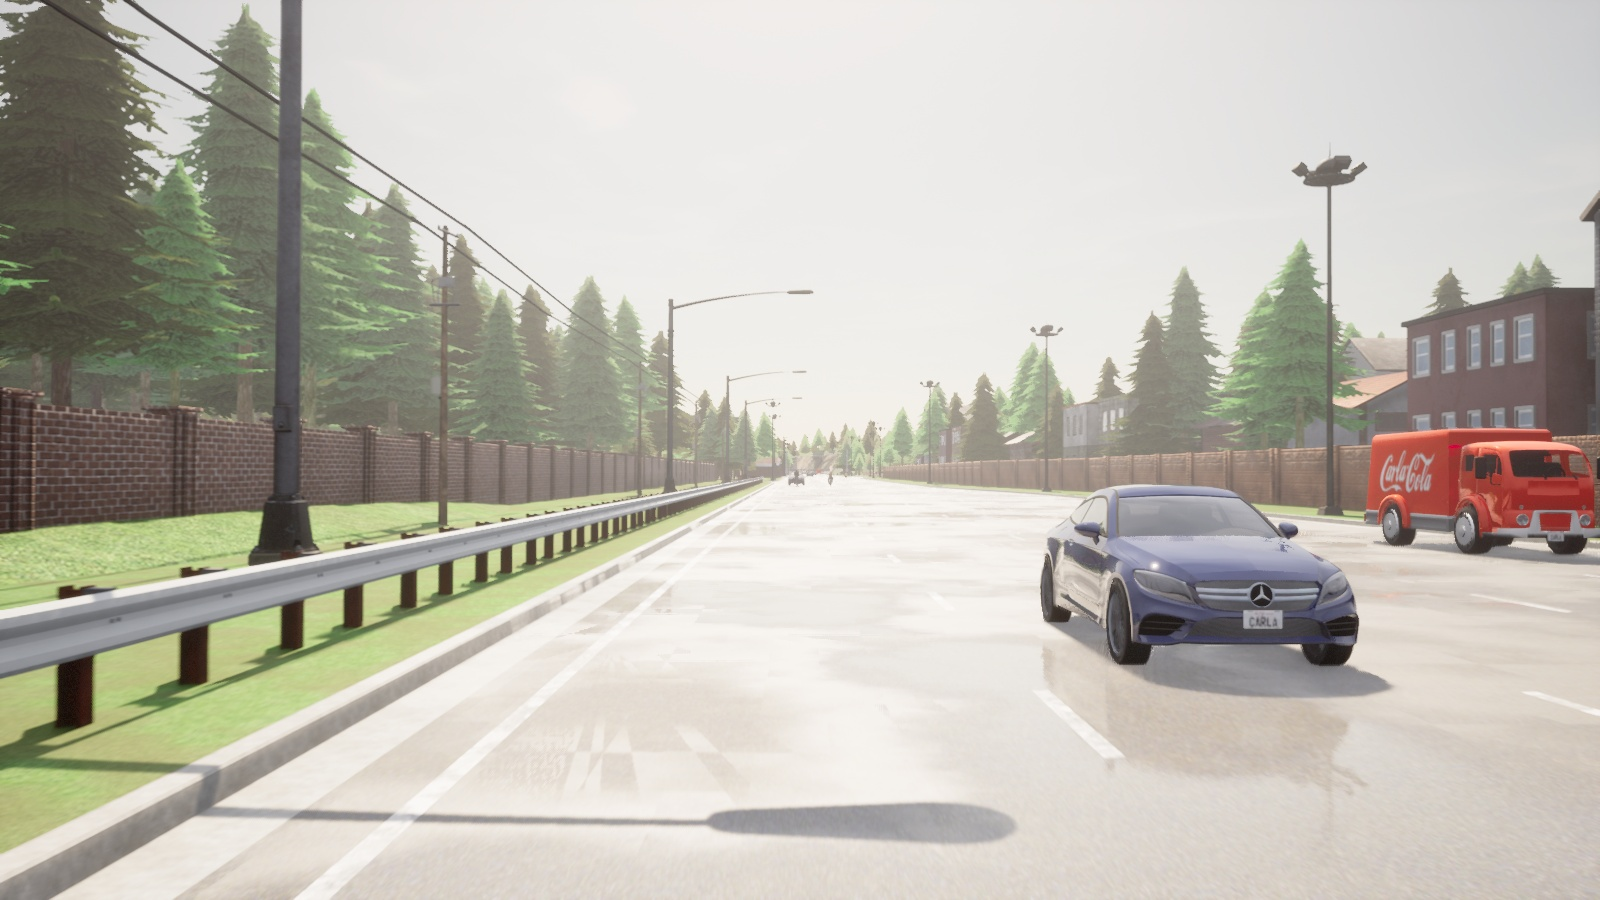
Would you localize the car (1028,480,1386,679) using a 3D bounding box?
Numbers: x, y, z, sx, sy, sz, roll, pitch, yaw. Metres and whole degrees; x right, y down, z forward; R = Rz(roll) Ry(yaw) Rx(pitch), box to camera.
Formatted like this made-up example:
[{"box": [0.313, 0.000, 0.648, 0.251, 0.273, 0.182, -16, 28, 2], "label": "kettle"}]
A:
[{"box": [3.470, 1.023, 11.736, 1.812, 1.442, 4.674, 0, -1, 0], "label": "car"}]

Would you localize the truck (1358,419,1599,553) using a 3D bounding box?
[{"box": [13.933, 0.703, 25.761, 2.627, 2.467, 5.204, 0, -1, 0], "label": "truck"}]
